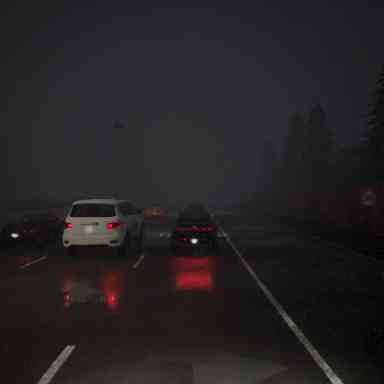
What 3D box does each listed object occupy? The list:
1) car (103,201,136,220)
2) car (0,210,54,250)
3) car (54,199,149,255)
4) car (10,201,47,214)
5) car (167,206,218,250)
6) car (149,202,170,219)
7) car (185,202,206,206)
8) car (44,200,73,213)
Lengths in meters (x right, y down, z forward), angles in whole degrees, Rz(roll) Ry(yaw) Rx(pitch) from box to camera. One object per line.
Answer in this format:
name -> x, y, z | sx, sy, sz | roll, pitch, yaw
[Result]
car -> -6.681, 1.687, 31.268 | 1.882, 1.535, 5.008 | 0, 0, 1
car -> -6.883, 1.685, 15.017 | 1.994, 1.385, 4.181 | 0, 0, 1
car -> -3.406, 1.316, 13.829 | 2.150, 2.045, 5.566 | 0, 0, 1
car -> -20.713, 1.895, 42.476 | 2.033, 1.411, 5.357 | 0, 0, 1
car -> 0.113, 1.587, 14.851 | 1.837, 1.490, 4.892 | 0, 0, 1
car -> -3.181, 1.668, 31.213 | 1.882, 1.535, 5.008 | 0, 0, 1
car -> 0.318, 1.649, 31.176 | 1.882, 1.535, 5.008 | 0, 0, 1
car -> -17.201, 1.858, 43.041 | 1.812, 1.442, 4.674 | 0, 0, 1
